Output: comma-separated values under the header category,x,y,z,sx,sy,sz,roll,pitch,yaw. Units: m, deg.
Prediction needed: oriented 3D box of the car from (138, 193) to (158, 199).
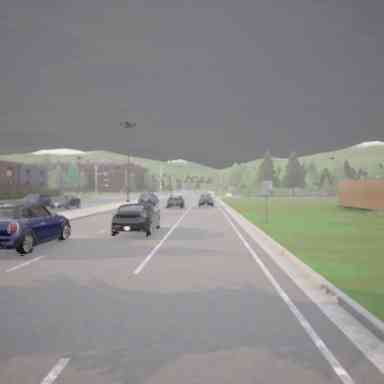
category,x,y,z,sx,sy,sz,roll,pitch,yaw
car,-5.287,0.931,40.724,2.097,1.767,4.553,0,1,2

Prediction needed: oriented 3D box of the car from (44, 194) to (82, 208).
category,x,y,z,sx,sy,sz,roll,pitch,yaw
car,-13.593,1.092,36.093,2.128,1.511,4.902,0,0,3

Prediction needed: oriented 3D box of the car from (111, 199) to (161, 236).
category,x,y,z,sx,sy,sz,roll,pitch,yaw
car,-2.776,1.325,17.146,1.837,1.490,4.892,0,1,2

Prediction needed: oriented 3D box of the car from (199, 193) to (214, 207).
category,x,y,z,sx,sy,sz,roll,pitch,yaw
car,1.822,1.180,43.149,1.895,1.301,4.718,0,1,2

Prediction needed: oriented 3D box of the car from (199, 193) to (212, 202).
category,x,y,z,sx,sy,sz,roll,pitch,yaw
car,2.383,0.920,58.680,2.128,1.511,4.902,0,1,2

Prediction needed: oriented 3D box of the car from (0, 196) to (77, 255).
category,x,y,z,sx,sy,sz,roll,pitch,yaw
car,-6.442,1.203,12.772,2.097,1.767,4.553,0,1,2

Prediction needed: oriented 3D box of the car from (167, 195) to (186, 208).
category,x,y,z,sx,sy,sz,roll,pitch,yaw
car,-1.847,1.097,39.246,2.128,1.511,4.902,0,1,2

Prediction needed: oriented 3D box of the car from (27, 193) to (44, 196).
category,x,y,z,sx,sy,sz,roll,pitch,yaw
car,-17.094,0.934,36.169,2.097,1.767,4.553,0,1,3
